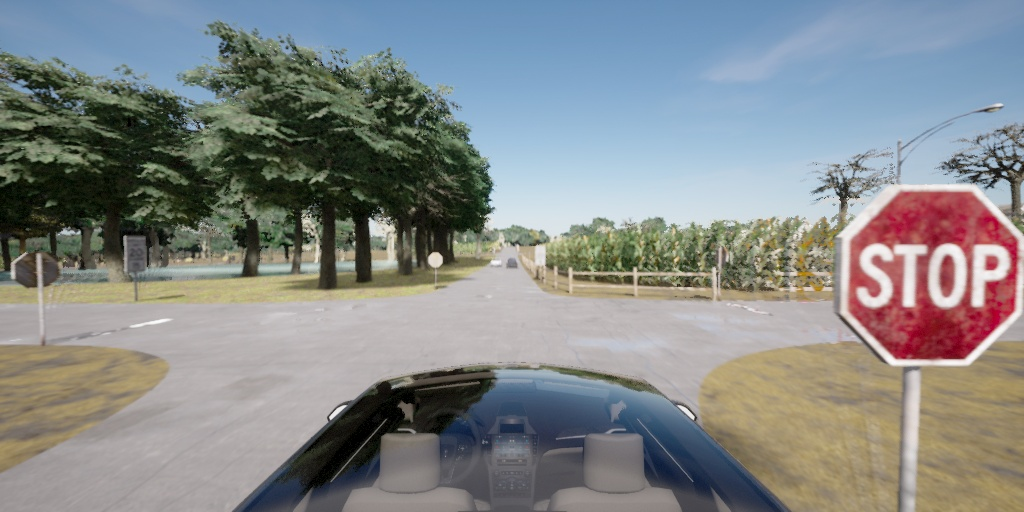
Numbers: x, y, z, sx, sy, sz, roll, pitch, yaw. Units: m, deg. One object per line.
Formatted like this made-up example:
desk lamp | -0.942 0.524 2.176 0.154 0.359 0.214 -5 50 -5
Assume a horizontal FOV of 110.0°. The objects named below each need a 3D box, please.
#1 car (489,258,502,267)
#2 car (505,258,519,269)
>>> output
car | -2.758 1.149 62.756 1.812 1.442 4.674 0 1 0
car | -0.008 1.196 57.751 2.128 1.511 4.902 0 1 0
